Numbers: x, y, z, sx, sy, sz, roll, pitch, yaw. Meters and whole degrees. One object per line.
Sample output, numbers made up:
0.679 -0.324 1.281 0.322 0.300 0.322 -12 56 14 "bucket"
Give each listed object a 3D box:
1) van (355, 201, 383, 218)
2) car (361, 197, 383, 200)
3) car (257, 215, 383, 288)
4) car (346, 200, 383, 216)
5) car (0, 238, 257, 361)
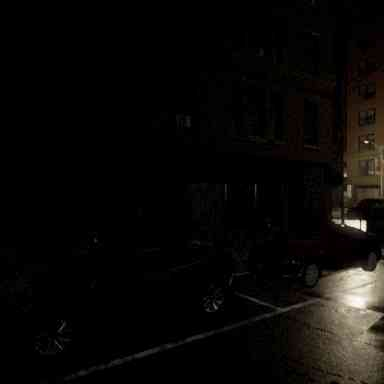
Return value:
8.113 1.338 12.477 3.998 1.788 1.690 0 0 -35 "van"
16.030 1.345 27.629 2.097 1.767 4.553 0 0 -36 "car"
3.490 1.544 9.211 4.507 1.381 1.887 0 0 -35 "car"
13.767 1.543 24.728 1.994 1.385 4.181 0 0 -32 "car"
-1.132 1.566 5.944 4.313 1.339 1.947 0 0 -35 "car"
